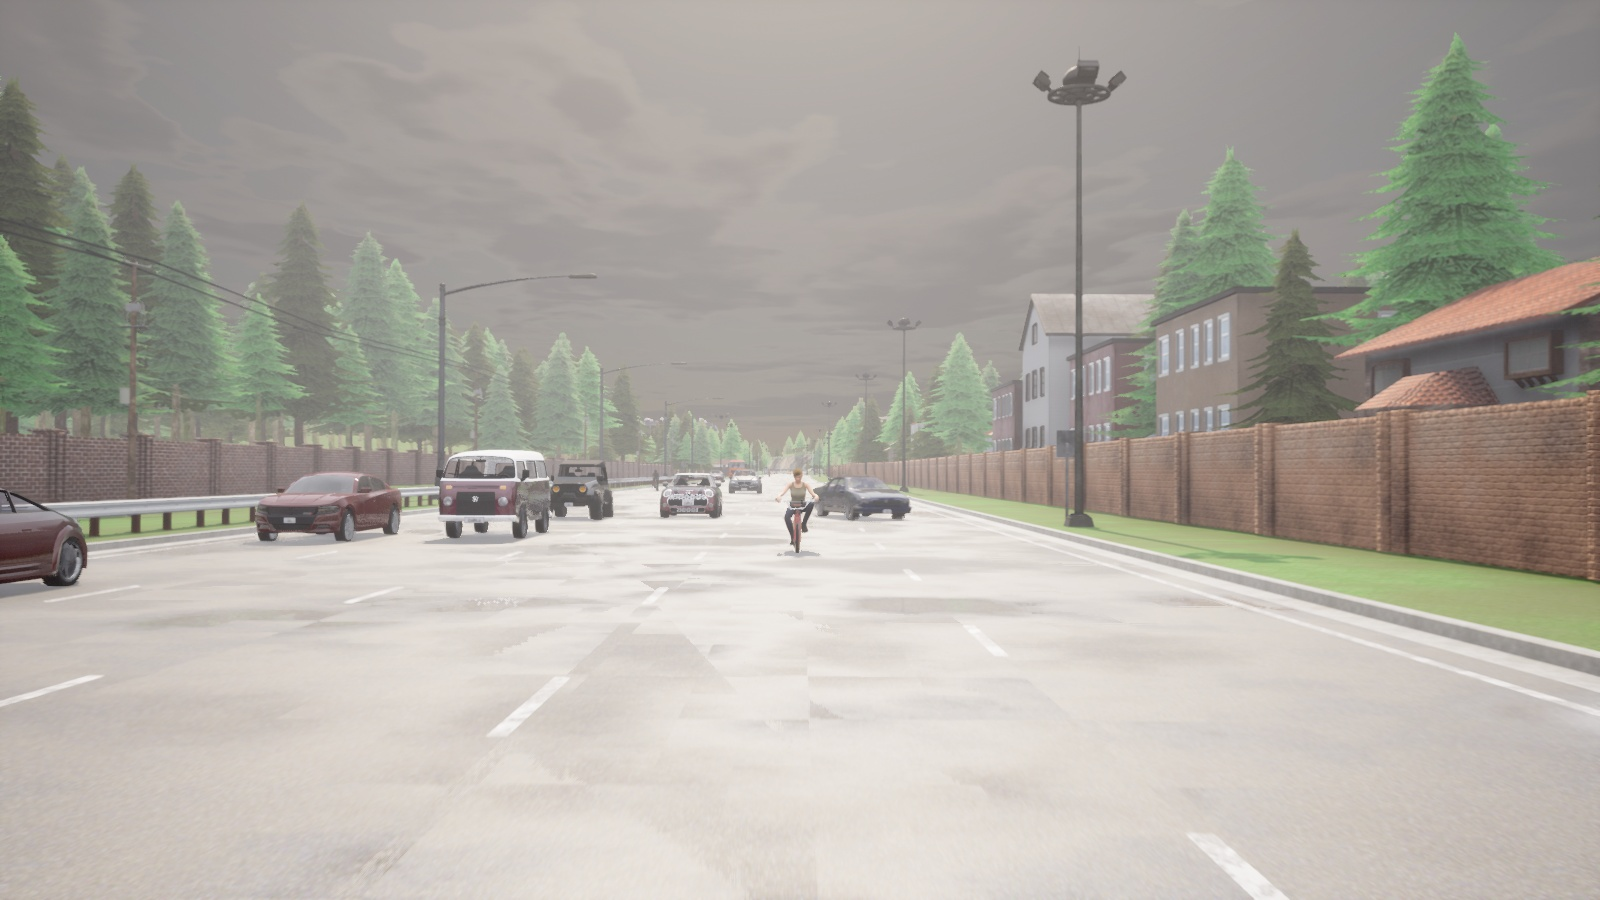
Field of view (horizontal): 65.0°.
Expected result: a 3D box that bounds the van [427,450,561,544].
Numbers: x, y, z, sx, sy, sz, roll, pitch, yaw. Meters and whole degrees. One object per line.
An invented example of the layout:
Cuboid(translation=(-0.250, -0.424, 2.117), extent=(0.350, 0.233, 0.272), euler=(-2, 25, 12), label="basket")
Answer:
Cuboid(translation=(-7.074, 1.061, 29.550), extent=(2.069, 2.038, 4.480), euler=(0, -1, 0), label="van")

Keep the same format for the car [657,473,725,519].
Cuboid(translation=(-3.605, 1.502, 42.234), extent=(1.970, 1.475, 3.806), euler=(0, -1, 0), label="car")

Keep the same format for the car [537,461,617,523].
Cuboid(translation=(-7.101, 1.315, 40.355), extent=(1.905, 1.878, 3.866), euler=(0, -1, 0), label="car")

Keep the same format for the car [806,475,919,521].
Cuboid(translation=(1.983, 1.553, 41.760), extent=(2.033, 1.411, 5.357), euler=(0, -1, -17), label="car")

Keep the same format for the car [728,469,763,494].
Cuboid(translation=(-3.714, 2.118, 86.284), extent=(2.242, 1.667, 4.611), euler=(0, -1, 0), label="car")

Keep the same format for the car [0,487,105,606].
Cuboid(translation=(-10.538, 1.174, 15.155), extent=(1.994, 1.385, 4.181), euler=(0, -1, 0), label="car")

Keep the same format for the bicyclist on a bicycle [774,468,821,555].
Cuboid(translation=(-0.035, 1.153, 24.011), extent=(0.866, 1.612, 1.509), euler=(0, -1, 1), label="bicyclist on a bicycle")

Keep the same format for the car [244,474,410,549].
Cuboid(translation=(-10.571, 1.312, 28.502), extent=(1.882, 1.535, 5.008), euler=(0, -1, 0), label="car")
